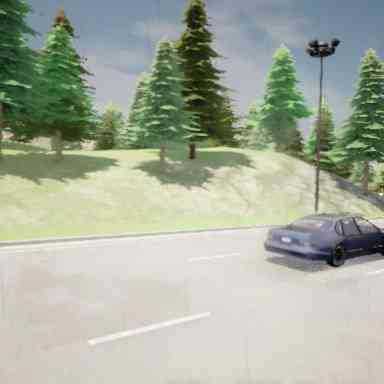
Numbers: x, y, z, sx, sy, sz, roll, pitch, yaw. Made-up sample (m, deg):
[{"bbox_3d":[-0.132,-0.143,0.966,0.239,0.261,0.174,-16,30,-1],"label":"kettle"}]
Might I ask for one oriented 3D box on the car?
[{"bbox_3d":[4.713,1.411,10.757,5.357,1.411,2.033,1,2,-34],"label":"car"}]
